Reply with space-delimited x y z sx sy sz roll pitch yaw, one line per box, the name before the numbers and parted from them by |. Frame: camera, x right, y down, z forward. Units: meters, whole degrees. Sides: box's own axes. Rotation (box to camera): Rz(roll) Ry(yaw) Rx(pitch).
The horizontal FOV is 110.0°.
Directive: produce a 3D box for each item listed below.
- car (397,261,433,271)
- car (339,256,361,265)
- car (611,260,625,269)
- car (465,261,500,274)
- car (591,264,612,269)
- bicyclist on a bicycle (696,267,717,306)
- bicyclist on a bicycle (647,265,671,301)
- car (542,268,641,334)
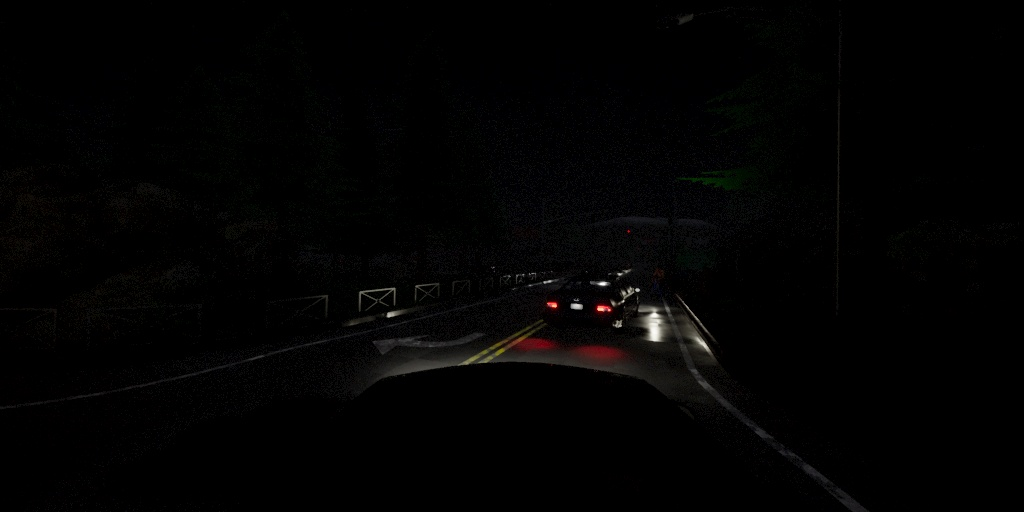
car | -13.086 1.396 48.408 5.008 1.535 1.882 1 -1 21
car | -22.663 1.018 52.410 5.566 2.045 2.150 1 -1 25
car | 15.437 1.793 53.754 1.812 1.442 4.674 1 -1 21
car | -3.767 1.391 44.810 4.553 1.767 2.097 1 -1 21
car | 8.349 1.590 35.144 1.895 1.301 4.718 1 0 21
bicyclist on a bicycle | 8.215 1.273 15.097 1.656 1.620 0.582 1 0 -33
bicyclist on a bicycle | 6.802 1.259 16.513 1.656 1.620 0.582 1 0 -30
car | 2.535 1.231 10.403 2.033 1.411 5.357 1 -1 25
